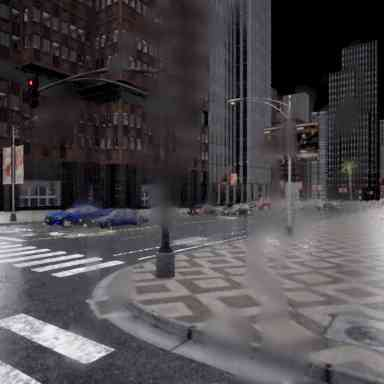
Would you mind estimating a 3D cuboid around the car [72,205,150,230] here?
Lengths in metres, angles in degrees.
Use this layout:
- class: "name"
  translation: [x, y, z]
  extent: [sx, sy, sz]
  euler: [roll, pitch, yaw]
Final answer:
- class: "car"
  translation: [-5.342, 1.808, 23.540]
  extent: [2.033, 1.411, 5.357]
  euler: [0, -1, 35]

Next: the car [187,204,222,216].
- class: "car"
  translation: [1.243, 2.055, 38.595]
  extent: [1.994, 1.385, 4.181]
  euler: [0, -1, 35]

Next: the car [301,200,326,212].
- class: "car"
  translation: [18.815, 2.360, 52.042]
  extent: [2.033, 1.411, 5.357]
  euler: [0, -1, 35]

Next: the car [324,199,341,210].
- class: "car"
  translation: [26.025, 2.508, 62.314]
  extent: [1.837, 1.490, 4.892]
  euler: [0, -1, 35]

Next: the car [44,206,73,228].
- class: "car"
  translation: [-8.433, 1.723, 24.788]
  extent: [1.882, 1.535, 5.008]
  euler: [0, -1, 35]

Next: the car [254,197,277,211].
- class: "car"
  translation: [10.801, 1.766, 52.081]
  extent: [2.150, 2.045, 5.566]
  euler: [0, -1, 35]

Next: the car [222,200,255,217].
- class: "car"
  translation: [5.162, 2.033, 38.517]
  extent: [1.837, 1.490, 4.892]
  euler: [0, -1, 35]
